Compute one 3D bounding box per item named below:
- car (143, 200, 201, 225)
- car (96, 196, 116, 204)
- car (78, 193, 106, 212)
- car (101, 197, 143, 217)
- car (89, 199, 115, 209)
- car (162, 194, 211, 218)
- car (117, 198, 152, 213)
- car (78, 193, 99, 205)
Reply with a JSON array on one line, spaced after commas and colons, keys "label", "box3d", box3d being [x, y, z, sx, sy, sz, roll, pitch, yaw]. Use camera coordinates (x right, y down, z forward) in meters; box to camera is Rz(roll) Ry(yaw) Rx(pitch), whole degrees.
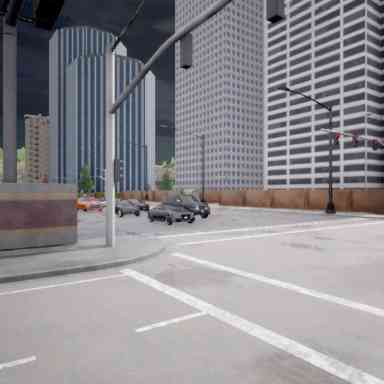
[{"label": "car", "box3d": [-1.563, 1.564, 24.257, 1.994, 1.385, 4.181, 0, 0, -35]}, {"label": "car", "box3d": [-16.667, 1.547, 64.169, 2.033, 1.411, 5.357, 0, 0, -34]}, {"label": "car", "box3d": [-12.189, 1.352, 39.315, 2.097, 1.767, 4.553, 0, 0, -35]}, {"label": "car", "box3d": [-6.541, 1.505, 31.303, 1.837, 1.490, 4.892, 0, 0, -35]}, {"label": "car", "box3d": [-12.429, 1.601, 45.744, 1.895, 1.301, 4.718, 0, 0, -35]}, {"label": "car", "box3d": [-0.715, 1.221, 29.123, 2.150, 2.045, 5.566, 0, 0, -35]}, {"label": "car", "box3d": [-6.508, 1.478, 37.328, 1.882, 1.535, 5.008, 0, 0, -35]}, {"label": "car", "box3d": [-19.256, 1.222, 61.786, 2.150, 2.045, 5.566, 0, 0, -35]}]
